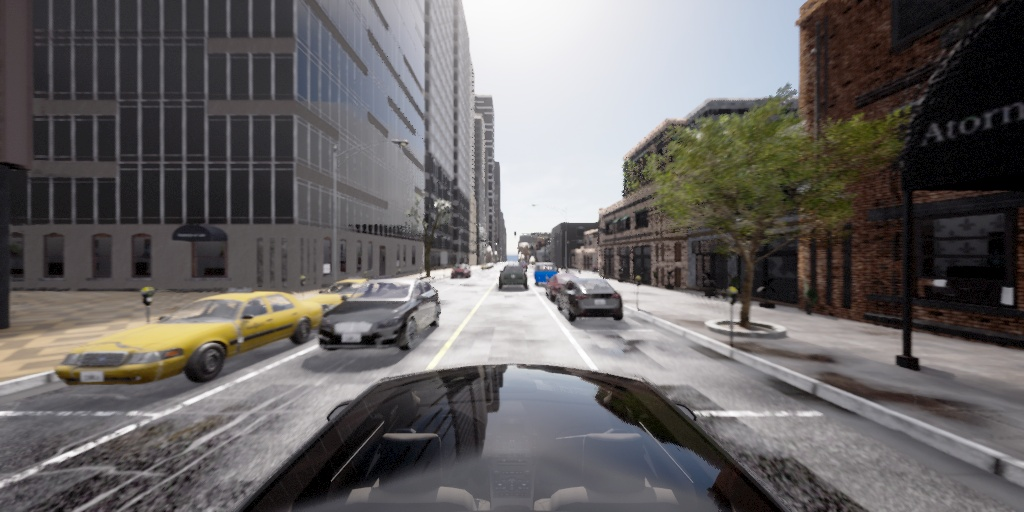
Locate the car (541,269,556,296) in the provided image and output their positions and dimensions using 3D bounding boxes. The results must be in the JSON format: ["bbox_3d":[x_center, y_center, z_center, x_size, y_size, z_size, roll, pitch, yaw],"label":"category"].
[{"bbox_3d":[2.687,1.551,18.496,1.802,1.307,4.207,0,0,0],"label":"car"}]

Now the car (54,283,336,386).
[{"bbox_3d":[-5.692,1.350,7.269,1.751,1.417,4.829,0,0,0],"label":"car"}]

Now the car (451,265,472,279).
[{"bbox_3d":[-5.697,1.699,40.646,1.967,1.591,4.097,0,0,0],"label":"car"}]

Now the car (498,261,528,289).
[{"bbox_3d":[0.089,1.427,26.638,2.097,1.767,4.553,0,-1,0],"label":"car"}]

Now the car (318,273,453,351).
[{"bbox_3d":[-3.103,1.341,9.368,2.128,1.511,4.902,0,-1,0],"label":"car"}]

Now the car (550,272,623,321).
[{"bbox_3d":[2.688,1.463,12.962,1.948,1.339,4.313,0,0,0],"label":"car"}]

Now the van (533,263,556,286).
[{"bbox_3d":[2.686,1.455,29.564,1.690,1.789,3.998,0,0,0],"label":"van"}]
